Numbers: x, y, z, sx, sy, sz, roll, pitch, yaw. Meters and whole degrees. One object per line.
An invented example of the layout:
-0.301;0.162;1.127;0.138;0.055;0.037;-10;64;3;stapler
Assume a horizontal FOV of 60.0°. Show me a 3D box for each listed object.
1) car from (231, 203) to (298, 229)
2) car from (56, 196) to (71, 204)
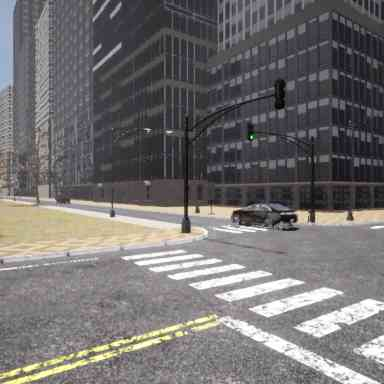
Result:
4.602;1.494;21.854;2.128;1.511;4.902;0;0;-35;car
-24.713;1.512;63.735;1.837;1.490;4.892;0;0;-35;car
